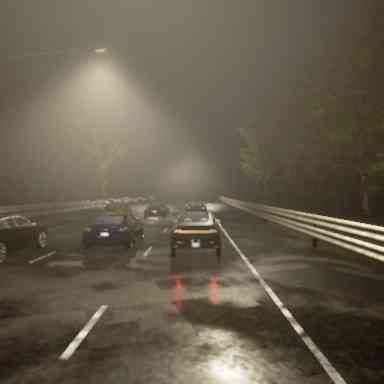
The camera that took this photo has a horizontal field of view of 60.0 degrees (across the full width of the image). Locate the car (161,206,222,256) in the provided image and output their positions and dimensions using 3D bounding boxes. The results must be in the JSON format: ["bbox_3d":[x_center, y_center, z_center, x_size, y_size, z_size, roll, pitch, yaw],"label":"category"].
[{"bbox_3d":[0.153,1.525,13.320,2.128,1.511,4.902,0,0,1],"label":"car"}]

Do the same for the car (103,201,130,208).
[{"bbox_3d":[-6.300,1.526,27.997,1.812,1.442,4.674,5,0,0],"label":"car"}]

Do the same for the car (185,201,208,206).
[{"bbox_3d":[0.367,1.552,29.541,2.128,1.511,4.902,0,0,1],"label":"car"}]

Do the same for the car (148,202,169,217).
[{"bbox_3d":[-3.115,1.627,30.196,1.994,1.385,4.181,0,0,1],"label":"car"}]

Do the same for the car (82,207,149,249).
[{"bbox_3d":[-3.329,1.601,14.783,1.994,1.385,4.181,0,0,1],"label":"car"}]

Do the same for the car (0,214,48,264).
[{"bbox_3d":[-6.866,1.520,11.835,2.128,1.511,4.902,0,0,1],"label":"car"}]
